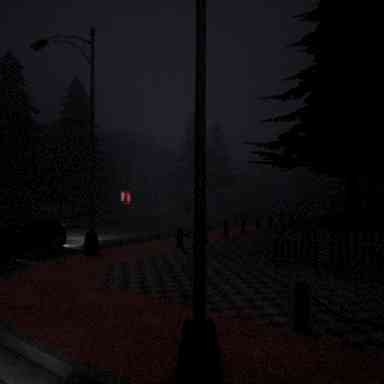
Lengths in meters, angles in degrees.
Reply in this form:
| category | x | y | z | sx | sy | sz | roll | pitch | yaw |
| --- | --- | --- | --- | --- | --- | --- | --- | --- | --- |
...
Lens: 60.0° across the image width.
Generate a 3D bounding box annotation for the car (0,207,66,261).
| category | x | y | z | sx | sy | sz | roll | pitch | yaw |
| --- | --- | --- | --- | --- | --- | --- | --- | --- | --- |
| car | -6.270 | 1.271 | 11.178 | 2.097 | 1.767 | 4.553 | 1 | 0 | 12 |
